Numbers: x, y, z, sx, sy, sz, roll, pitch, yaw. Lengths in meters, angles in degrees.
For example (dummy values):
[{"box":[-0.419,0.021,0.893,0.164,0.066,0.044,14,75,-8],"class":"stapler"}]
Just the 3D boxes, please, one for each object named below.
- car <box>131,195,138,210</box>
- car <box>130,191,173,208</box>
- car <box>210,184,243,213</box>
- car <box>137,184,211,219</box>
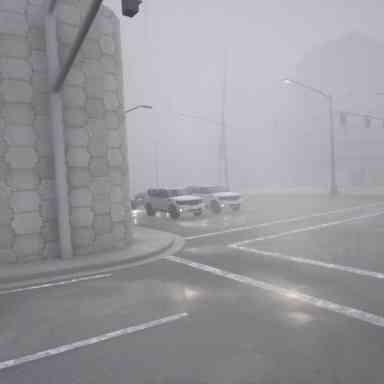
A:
[{"box":[-6.850,0.997,31.344,1.994,1.385,4.181,-5,3,-35],"class":"car"},{"box":[-4.200,0.688,33.643,2.128,1.511,4.902,-5,3,-35],"class":"car"},{"box":[1.418,0.421,25.669,2.150,2.045,5.566,-5,3,-35],"class":"car"},{"box":[-1.427,0.658,23.644,2.150,2.045,5.566,-5,3,-35],"class":"car"}]
